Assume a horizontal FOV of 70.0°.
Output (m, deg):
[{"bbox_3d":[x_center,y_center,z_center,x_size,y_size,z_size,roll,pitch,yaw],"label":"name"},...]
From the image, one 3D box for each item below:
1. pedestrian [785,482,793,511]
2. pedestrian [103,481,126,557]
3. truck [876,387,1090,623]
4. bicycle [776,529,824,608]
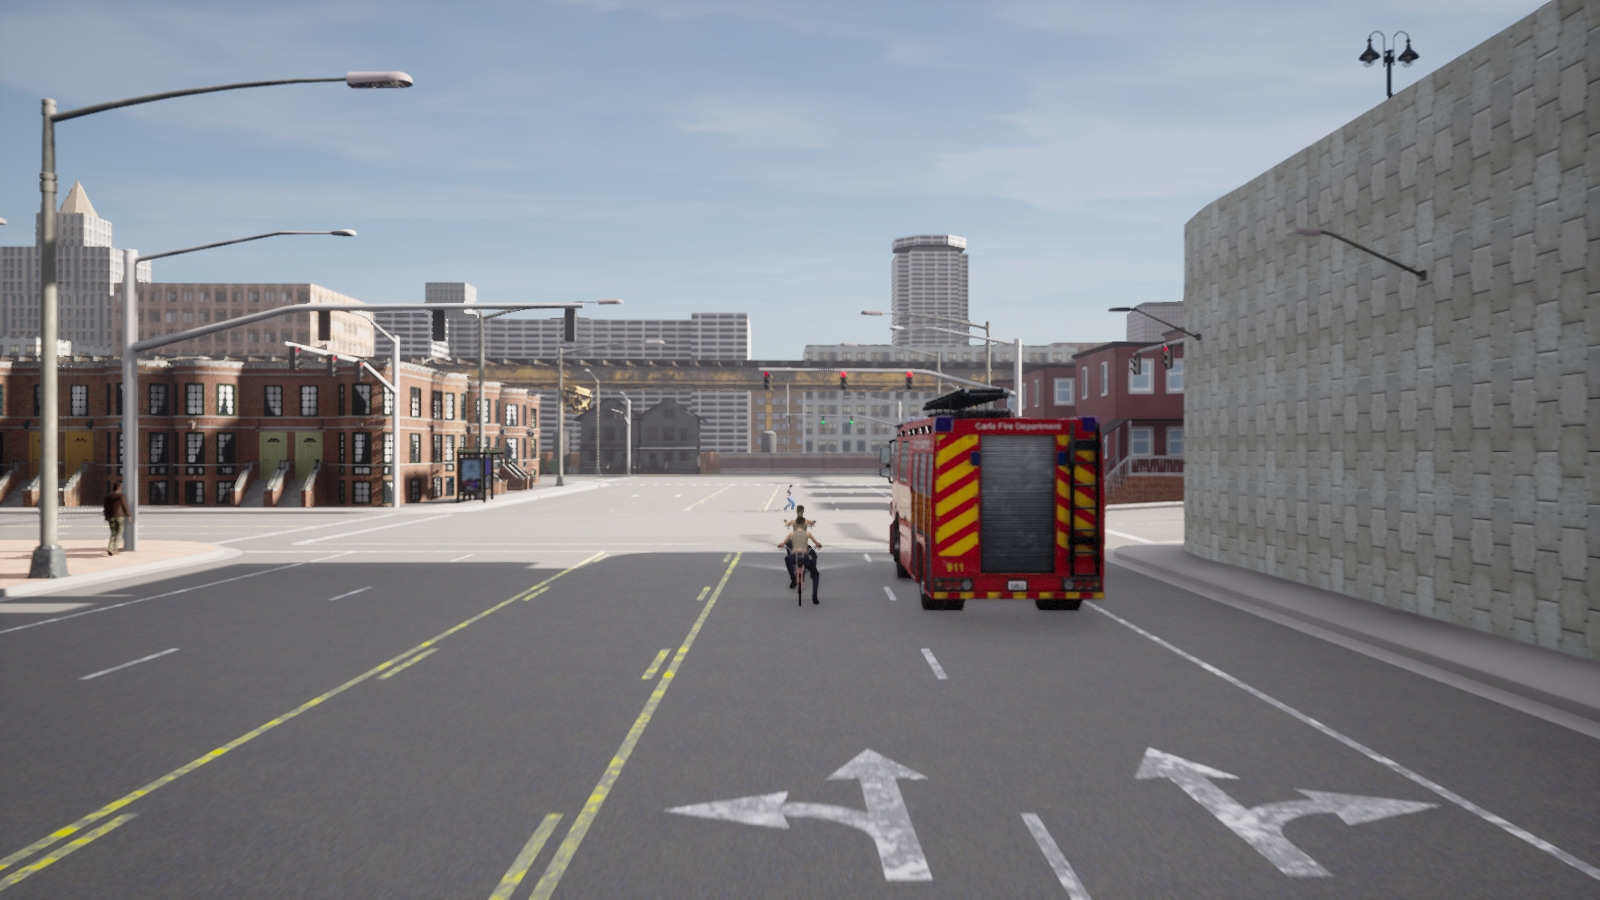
[{"bbox_3d":[-0.508,2.129,51.843,0.375,1.300,0.375,0,0,0],"label":"pedestrian"},{"bbox_3d":[-16.969,1.697,28.284,0.375,1.860,0.375,0,0,-4],"label":"pedestrian"},{"bbox_3d":[3.249,0.890,22.755,2.891,3.827,8.468,0,0,0],"label":"truck"},{"bbox_3d":[0.000,2.145,20.932,0.859,1.301,1.487,0,0,0],"label":"bicycle"}]
